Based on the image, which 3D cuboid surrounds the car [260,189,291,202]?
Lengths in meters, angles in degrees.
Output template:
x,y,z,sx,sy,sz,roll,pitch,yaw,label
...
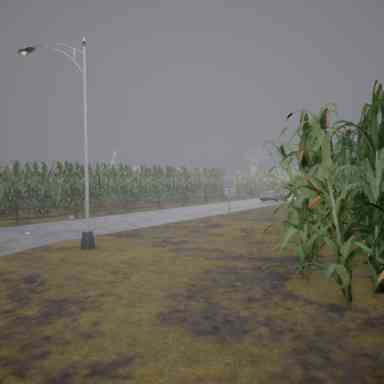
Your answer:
x,y,z,sx,sy,sz,roll,pitch,yaw,label
9.343,0.362,37.106,2.033,1.411,5.357,0,2,35,car
